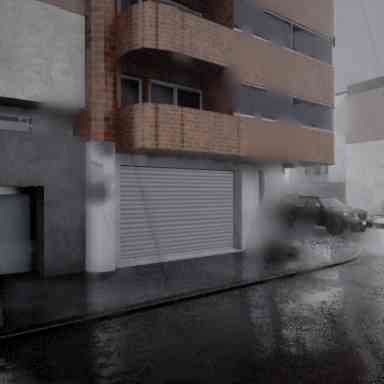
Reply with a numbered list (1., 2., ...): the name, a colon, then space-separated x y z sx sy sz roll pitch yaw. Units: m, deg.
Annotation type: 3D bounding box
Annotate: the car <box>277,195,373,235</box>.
1. car: 7.371 1.224 19.205 2.150 2.045 5.566 0 0 -29
